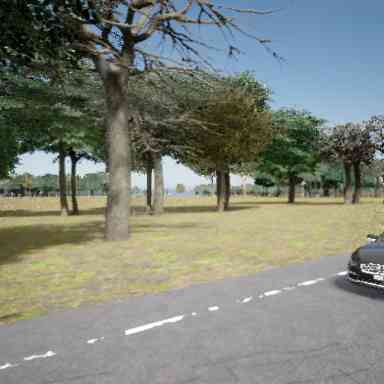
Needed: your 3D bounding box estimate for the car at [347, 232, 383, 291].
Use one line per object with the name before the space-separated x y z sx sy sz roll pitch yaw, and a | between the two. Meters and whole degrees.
car | 5.701 1.426 8.045 4.892 1.490 1.837 -1 1 -35
